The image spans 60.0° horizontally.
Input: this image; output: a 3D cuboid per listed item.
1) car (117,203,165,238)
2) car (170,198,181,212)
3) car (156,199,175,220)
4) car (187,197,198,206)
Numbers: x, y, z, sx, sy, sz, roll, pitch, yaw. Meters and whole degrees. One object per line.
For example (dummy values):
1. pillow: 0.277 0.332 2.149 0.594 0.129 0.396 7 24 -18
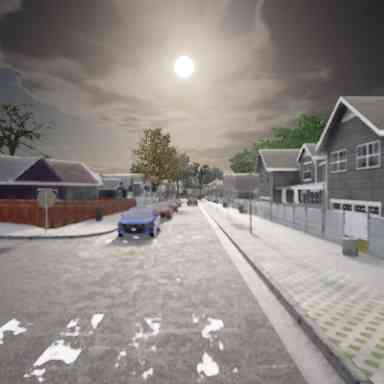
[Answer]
1. car: -2.849 1.587 18.760 1.882 1.535 5.008 0 -1 0
2. car: -2.850 1.637 42.624 2.097 1.767 4.553 0 0 0
3. car: -2.825 1.669 30.448 1.882 1.535 5.008 0 0 0
4. car: 0.097 1.848 66.876 2.097 1.767 4.553 0 -1 0
